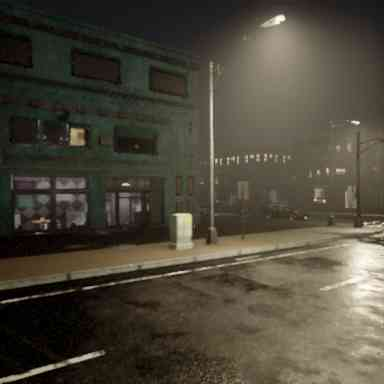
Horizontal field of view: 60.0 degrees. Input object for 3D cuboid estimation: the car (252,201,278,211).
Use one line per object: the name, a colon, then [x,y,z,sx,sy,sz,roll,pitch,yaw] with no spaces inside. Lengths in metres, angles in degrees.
car: [8.957,1.803,34.019,2.128,1.511,4.902,-1,0,-35]

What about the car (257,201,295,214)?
car: [10.505,1.879,41.815,2.008,1.369,4.403,-1,0,-35]

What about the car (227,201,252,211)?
car: [7.296,1.973,46.325,1.802,1.307,4.206,-1,0,-35]

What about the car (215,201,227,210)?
car: [4.088,2.036,50.834,1.802,1.307,4.206,-1,0,-35]

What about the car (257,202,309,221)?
car: [8.415,1.866,30.088,1.947,1.339,4.313,-1,0,-35]

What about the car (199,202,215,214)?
car: [0.466,1.898,41.464,1.967,1.590,4.097,-1,0,-35]
